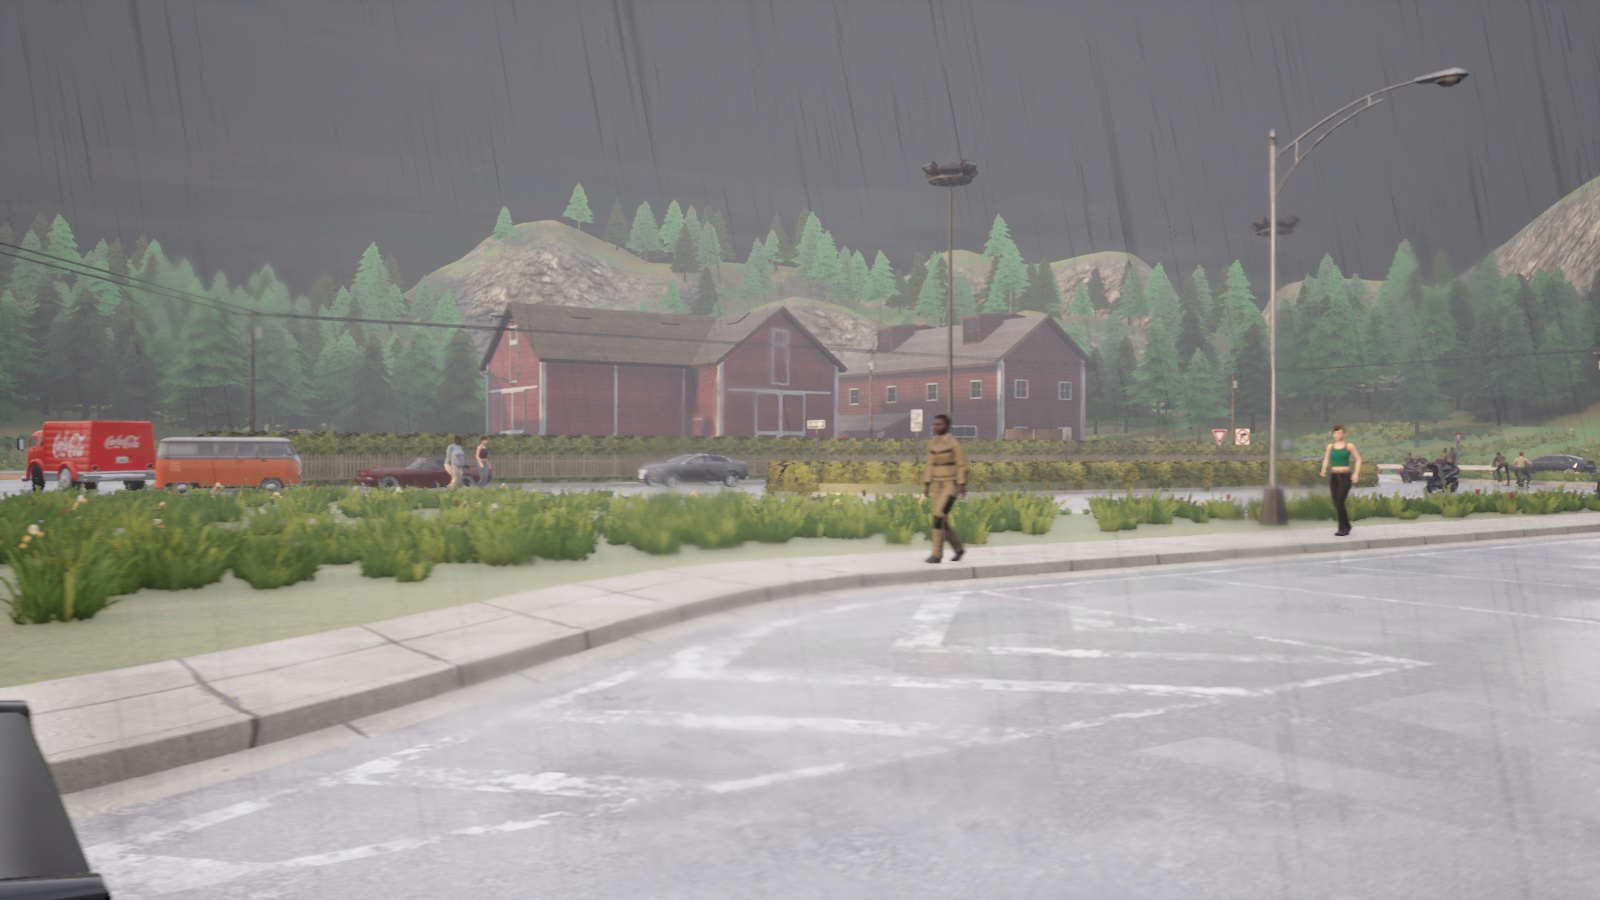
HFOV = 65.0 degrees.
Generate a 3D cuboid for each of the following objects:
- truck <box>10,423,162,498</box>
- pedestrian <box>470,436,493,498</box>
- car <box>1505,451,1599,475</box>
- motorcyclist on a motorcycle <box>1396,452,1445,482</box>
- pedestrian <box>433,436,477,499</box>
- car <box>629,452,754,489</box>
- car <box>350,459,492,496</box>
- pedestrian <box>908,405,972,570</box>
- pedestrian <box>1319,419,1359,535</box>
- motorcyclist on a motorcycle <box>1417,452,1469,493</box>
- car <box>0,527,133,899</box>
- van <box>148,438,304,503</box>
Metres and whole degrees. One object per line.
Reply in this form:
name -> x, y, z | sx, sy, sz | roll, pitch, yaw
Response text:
truck -> -25.008, 0.325, 43.934 | 5.204, 2.467, 2.627 | 0, 1, 36
pedestrian -> -9.484, 0.513, 37.389 | 0.594, 1.836, 0.345 | 0, 0, 22
car -> 48.186, 0.847, 80.517 | 1.837, 1.490, 4.892 | 0, 0, -38
motorcyclist on a motorcycle -> 31.804, 0.872, 64.413 | 0.866, 1.530, 2.191 | 0, 0, -24
pedestrian -> -10.342, 0.516, 37.645 | 0.900, 1.855, 0.874 | 0, 0, 23
car -> -4.584, 0.843, 53.491 | 4.902, 1.511, 2.128 | 0, 0, -34
car -> -14.131, 0.992, 46.962 | 4.718, 1.301, 1.895 | 0, 0, -34
pedestrian -> 1.685, 0.434, 15.073 | 0.692, 1.930, 0.396 | 0, 0, -41
pedestrian -> 8.715, 0.432, 20.289 | 0.594, 1.836, 0.345 | 0, 0, -37
motorcyclist on a motorcycle -> 24.798, 0.847, 48.423 | 2.191, 1.530, 0.866 | 0, 0, -35
car -> -3.449, 0.856, 1.252 | 4.718, 1.301, 1.895 | 0, 0, -35
van -> -18.291, 0.636, 40.164 | 4.442, 1.987, 1.775 | 0, 0, -24
